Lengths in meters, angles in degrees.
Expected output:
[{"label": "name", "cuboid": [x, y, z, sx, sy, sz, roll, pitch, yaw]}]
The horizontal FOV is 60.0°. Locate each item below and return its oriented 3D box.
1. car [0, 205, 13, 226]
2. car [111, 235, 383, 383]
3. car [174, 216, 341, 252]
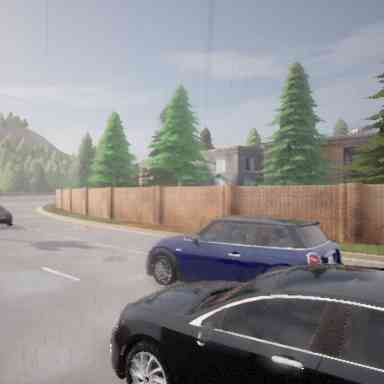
[{"label": "car", "cuboid": [-13.560, 1.545, 22.523, 1.994, 1.385, 4.181, 0, 0, -39]}, {"label": "car", "cuboid": [1.278, 1.505, 3.212, 4.892, 1.490, 1.837, 0, 1, 36]}, {"label": "car", "cuboid": [1.050, 1.348, 7.816, 4.553, 1.767, 2.097, 0, 0, 38]}]
